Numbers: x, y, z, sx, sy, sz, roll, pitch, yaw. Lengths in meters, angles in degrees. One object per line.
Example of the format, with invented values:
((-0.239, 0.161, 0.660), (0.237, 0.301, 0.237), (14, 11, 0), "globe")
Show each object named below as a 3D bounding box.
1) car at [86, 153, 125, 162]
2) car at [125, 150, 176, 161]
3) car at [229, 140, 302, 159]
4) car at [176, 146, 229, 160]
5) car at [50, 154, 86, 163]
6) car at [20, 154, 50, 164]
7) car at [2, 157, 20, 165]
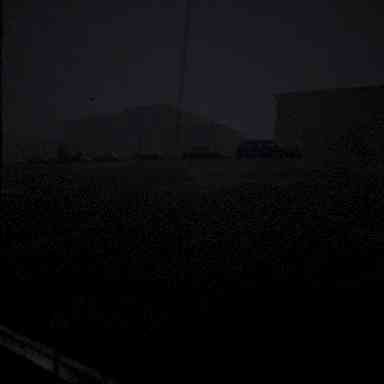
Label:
((-8.589, -3.448, 35.476), (4.674, 1.452, 2.002), (1, 1, 28), "car")
((-3.758, -3.381, 33.017), (4.892, 1.521, 2.231), (1, 1, 27), "car")
((6.423, -3.354, 28.233), (5.566, 2.045, 2.435), (2, 1, 25), "car")
((1.322, -3.378, 30.573), (4.553, 1.767, 2.185), (1, 1, 26), "car")
((-13.453, -3.565, 38.084), (4.792, 1.488, 2.163), (1, 1, 29), "car")
((-18.445, -3.830, 40.885), (4.553, 1.767, 2.185), (1, 1, 31), "car")
((-23.198, -3.812, 43.702), (5.008, 1.535, 2.097), (1, 1, 32), "car")
